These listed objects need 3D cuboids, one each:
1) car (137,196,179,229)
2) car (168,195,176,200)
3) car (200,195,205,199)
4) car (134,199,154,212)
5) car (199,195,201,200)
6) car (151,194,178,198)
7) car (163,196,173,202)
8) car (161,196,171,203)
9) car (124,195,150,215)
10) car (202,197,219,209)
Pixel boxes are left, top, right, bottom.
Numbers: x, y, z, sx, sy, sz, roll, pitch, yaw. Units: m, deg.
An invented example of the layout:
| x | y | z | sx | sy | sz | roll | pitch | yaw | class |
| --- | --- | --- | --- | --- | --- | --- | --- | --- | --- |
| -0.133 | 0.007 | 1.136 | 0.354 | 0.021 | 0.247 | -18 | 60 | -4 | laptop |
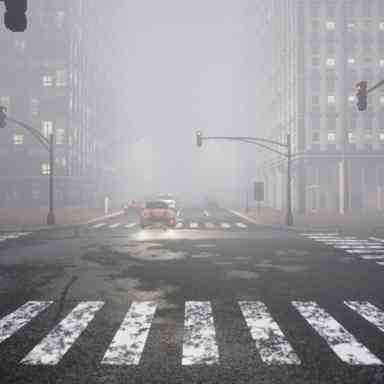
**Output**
| x | y | z | sx | sy | sz | roll | pitch | yaw | class |
| --- | --- | --- | --- | --- | --- | --- | --- | --- | --- |
| -2.355 | 1.360 | 21.969 | 2.097 | 1.767 | 4.553 | 0 | 0 | -9 | car |
| -5.595 | 1.605 | 95.152 | 1.947 | 1.339 | 4.313 | 1 | 0 | 0 | car |
| 2.753 | 1.547 | 56.356 | 1.752 | 1.417 | 4.829 | 1 | 0 | 0 | car |
| -5.643 | 1.597 | 39.400 | 1.802 | 1.307 | 4.206 | 1 | 0 | 0 | car |
| 2.757 | 1.590 | 61.763 | 1.947 | 1.339 | 4.313 | 1 | 0 | 0 | car |
| -3.066 | 1.235 | 38.275 | 2.150 | 2.045 | 5.566 | 0 | 0 | 0 | car |
| -5.608 | 1.582 | 78.426 | 2.008 | 1.369 | 4.403 | 1 | 0 | 0 | car |
| -5.613 | 1.574 | 72.851 | 1.887 | 1.381 | 4.507 | 1 | 0 | 0 | car |
| -5.645 | 1.453 | 33.825 | 1.967 | 1.590 | 4.097 | 1 | 0 | 0 | car |
| 2.742 | 1.599 | 45.030 | 1.802 | 1.307 | 4.206 | 1 | 0 | 0 | car |
